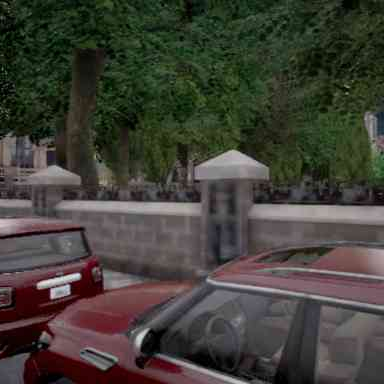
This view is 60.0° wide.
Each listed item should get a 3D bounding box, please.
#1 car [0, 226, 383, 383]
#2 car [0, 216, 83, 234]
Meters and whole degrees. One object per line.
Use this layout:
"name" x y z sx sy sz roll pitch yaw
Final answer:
"car" 0.918 1.316 2.312 5.009 1.841 2.192 0 0 35
"car" -3.580 1.324 5.520 5.009 1.841 2.192 0 0 35
